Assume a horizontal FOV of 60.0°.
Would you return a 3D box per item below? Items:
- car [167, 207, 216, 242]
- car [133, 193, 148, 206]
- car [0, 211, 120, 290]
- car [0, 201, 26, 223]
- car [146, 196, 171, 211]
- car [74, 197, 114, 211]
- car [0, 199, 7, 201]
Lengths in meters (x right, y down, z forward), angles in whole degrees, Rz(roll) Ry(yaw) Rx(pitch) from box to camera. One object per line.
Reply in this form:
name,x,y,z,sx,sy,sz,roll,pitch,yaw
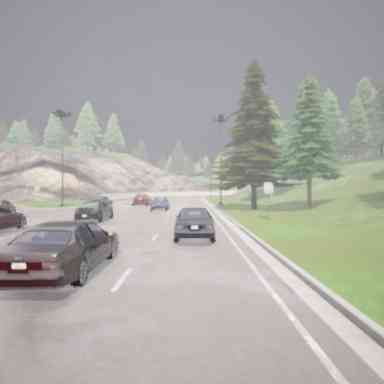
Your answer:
car,0.109,1.421,15.681,2.033,1.411,5.357,0,0,0
car,-6.880,0.986,46.389,2.097,1.767,4.553,0,0,0
car,-3.395,1.477,9.028,2.033,1.411,5.357,0,0,0
car,-10.391,1.396,17.132,1.812,1.442,4.674,0,0,0
car,-3.383,1.260,36.181,2.033,1.411,5.357,0,0,0
car,-6.889,1.341,23.613,1.812,1.442,4.674,0,0,0
car,-15.947,1.318,27.394,1.812,1.442,4.674,1,0,-17
